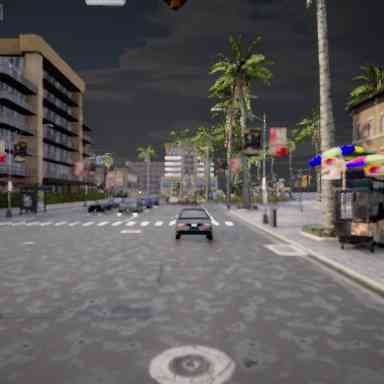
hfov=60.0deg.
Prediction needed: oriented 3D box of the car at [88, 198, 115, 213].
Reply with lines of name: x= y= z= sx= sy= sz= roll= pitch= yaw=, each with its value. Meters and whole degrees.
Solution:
car: x=-10.508 y=1.683 z=38.403 sx=1.895 sy=1.301 sz=4.718 roll=0 pitch=0 yaw=0

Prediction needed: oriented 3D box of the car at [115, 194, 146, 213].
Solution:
car: x=-7.008 y=1.434 z=38.419 sx=2.097 sy=1.767 sz=4.553 roll=0 pitch=0 yaw=0

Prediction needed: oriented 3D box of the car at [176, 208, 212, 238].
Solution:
car: x=0.096 y=1.585 z=17.827 sx=2.033 sy=1.411 sz=5.357 roll=0 pitch=0 yaw=0

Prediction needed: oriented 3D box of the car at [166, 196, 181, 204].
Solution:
car: x=-3.666 y=1.665 z=65.763 sx=1.812 sy=1.442 sz=4.674 roll=0 pitch=0 yaw=-4

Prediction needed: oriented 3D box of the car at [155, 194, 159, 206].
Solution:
car: x=-7.017 y=1.346 z=58.509 sx=2.150 sy=2.045 sz=5.566 roll=0 pitch=0 yaw=0

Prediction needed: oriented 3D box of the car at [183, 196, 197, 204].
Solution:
car: x=-0.164 y=1.631 z=65.696 sx=2.128 sy=1.511 sz=4.902 roll=0 pitch=0 yaw=-4

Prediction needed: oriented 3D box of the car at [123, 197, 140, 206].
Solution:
car: x=-10.512 y=1.670 z=57.845 sx=2.033 sy=1.411 sz=5.357 roll=0 pitch=0 yaw=0

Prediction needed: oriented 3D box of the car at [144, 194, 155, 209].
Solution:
car: x=-7.009 y=1.323 z=47.760 sx=2.150 sy=2.045 sz=5.566 roll=0 pitch=0 yaw=0

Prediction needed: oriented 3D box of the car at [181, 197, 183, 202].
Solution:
car: x=-1.419 y=1.638 z=75.677 sx=1.882 sy=1.535 sz=5.008 roll=0 pitch=0 yaw=-12

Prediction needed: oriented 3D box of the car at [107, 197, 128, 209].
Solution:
car: x=-10.509 y=1.579 z=47.547 sx=1.882 sy=1.535 sz=5.008 roll=0 pitch=0 yaw=0
